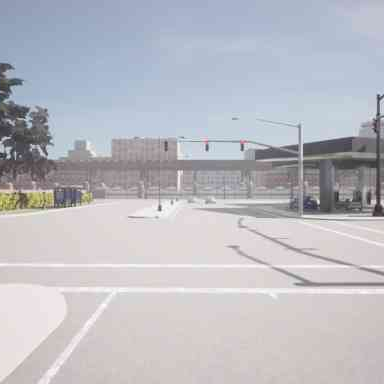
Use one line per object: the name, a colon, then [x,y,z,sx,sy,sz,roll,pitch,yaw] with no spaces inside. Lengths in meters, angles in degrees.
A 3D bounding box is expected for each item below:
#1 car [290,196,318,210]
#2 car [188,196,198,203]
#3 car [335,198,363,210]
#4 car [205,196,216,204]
car: [13.265,1.295,39.698,2.242,1.667,4.611,0,0,0]
car: [0.195,1.525,66.171,1.812,1.442,4.674,0,0,0]
car: [19.011,1.456,40.452,1.970,1.475,3.806,0,0,0]
car: [3.588,1.525,64.386,1.812,1.442,4.674,0,0,0]
